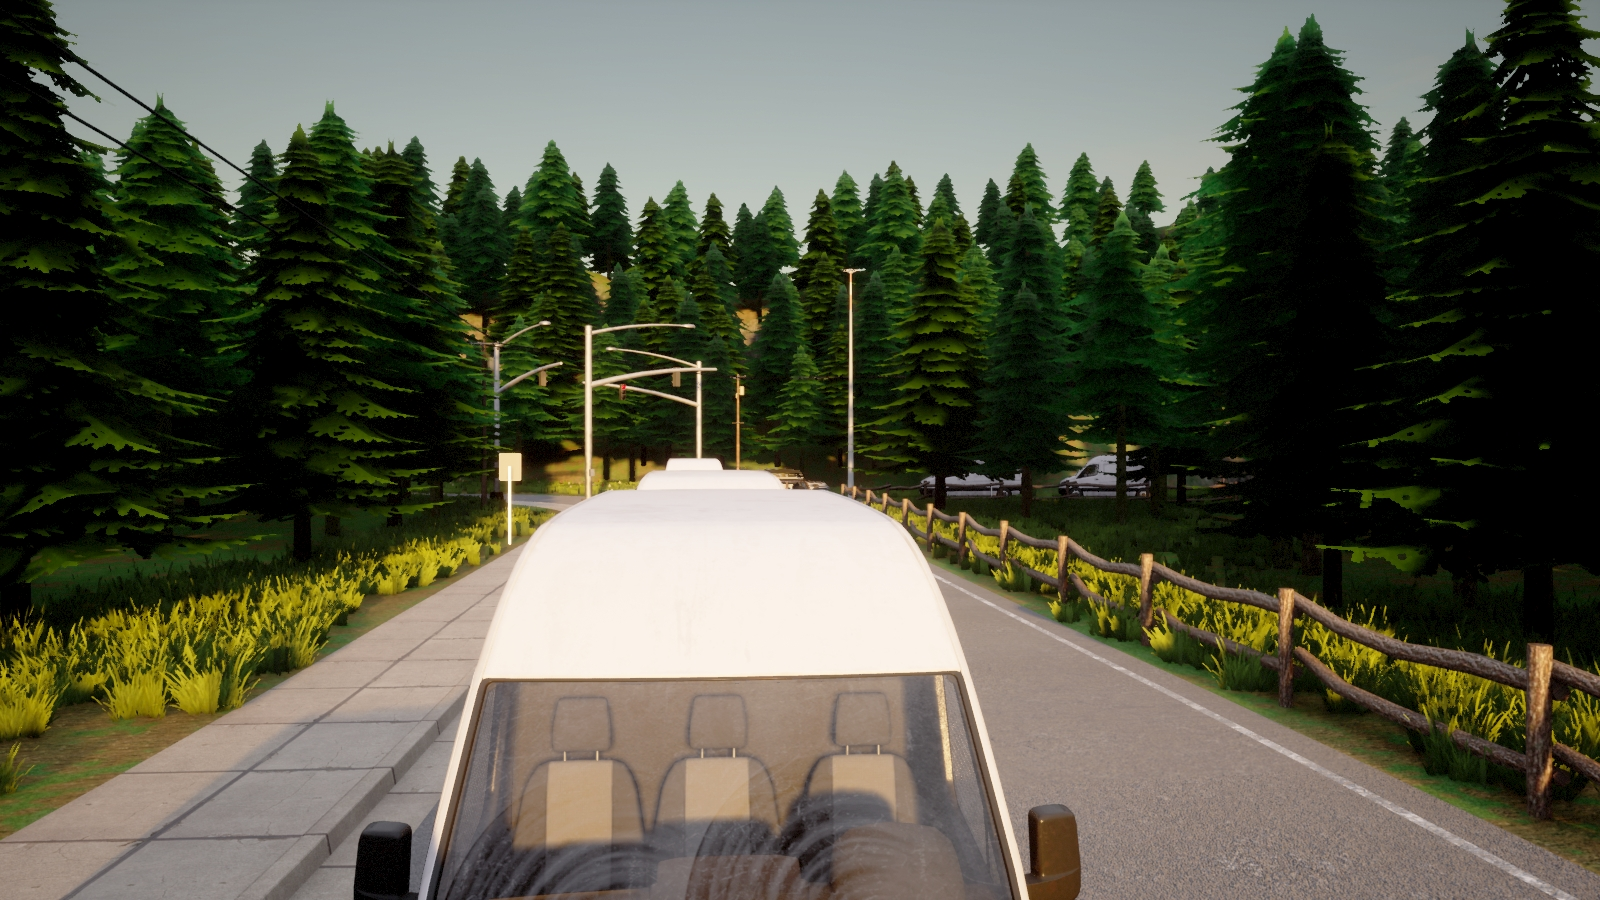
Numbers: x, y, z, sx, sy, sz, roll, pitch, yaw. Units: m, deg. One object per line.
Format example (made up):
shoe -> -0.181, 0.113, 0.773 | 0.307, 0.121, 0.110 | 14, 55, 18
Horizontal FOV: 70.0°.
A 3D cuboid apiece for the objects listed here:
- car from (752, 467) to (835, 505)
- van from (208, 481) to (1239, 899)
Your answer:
car -> -0.340, 1.856, 59.148 | 3.866, 1.878, 1.905 | 0, 0, -18
van -> -0.348, 1.499, 5.156 | 1.988, 2.561, 5.915 | 0, 0, -5
